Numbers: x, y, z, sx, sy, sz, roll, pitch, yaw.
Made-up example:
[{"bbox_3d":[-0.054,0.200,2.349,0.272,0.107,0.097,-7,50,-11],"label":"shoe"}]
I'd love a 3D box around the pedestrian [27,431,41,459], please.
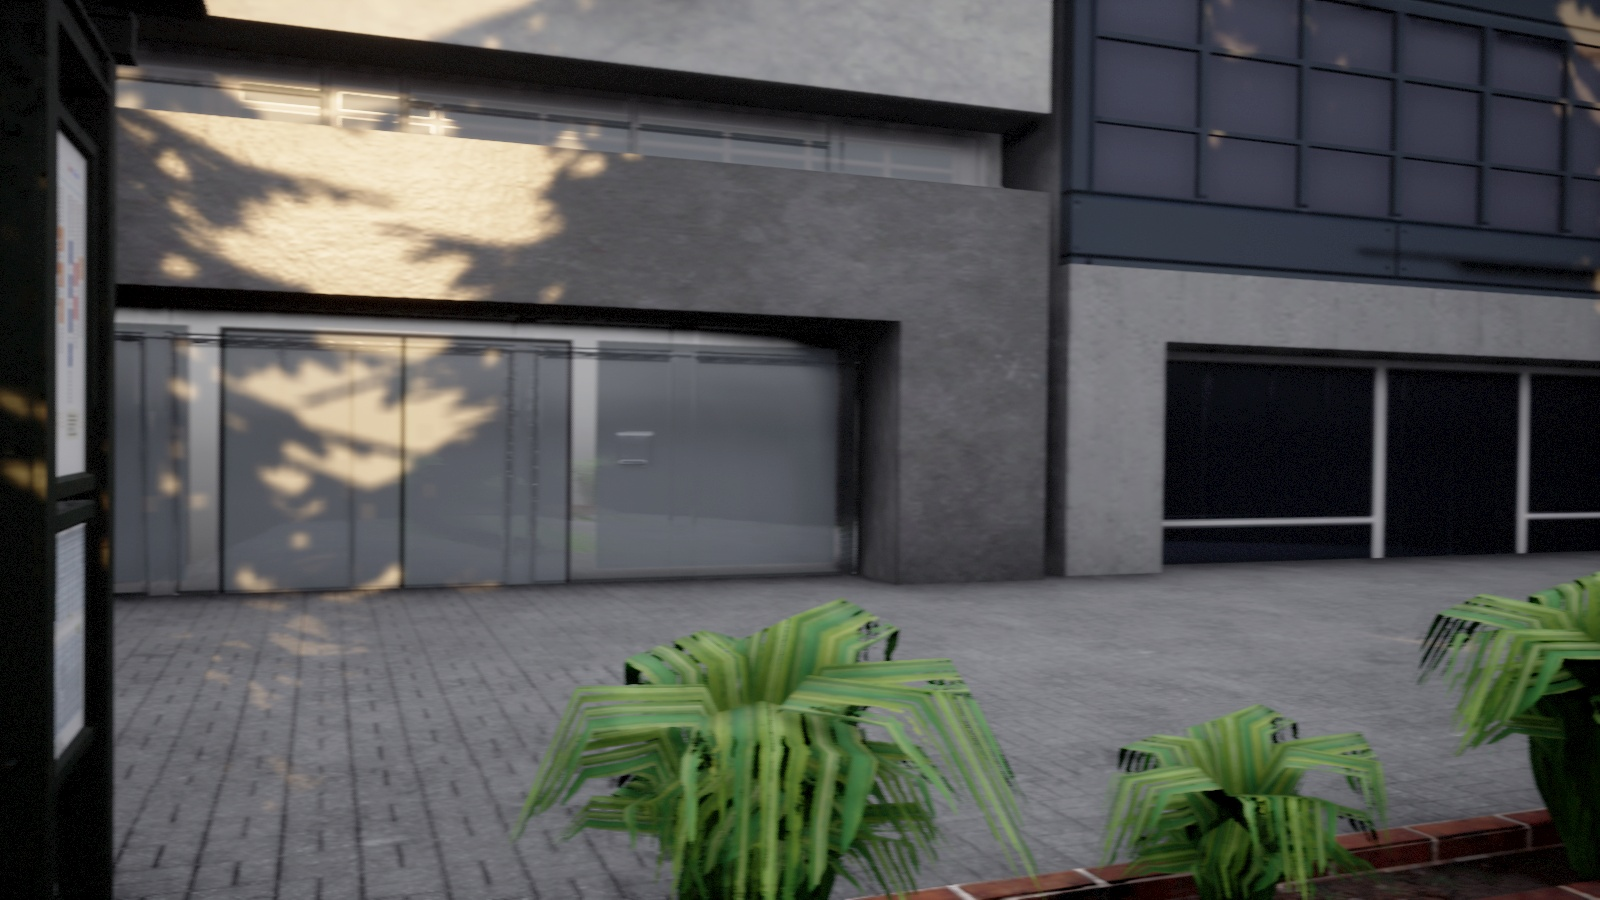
[{"bbox_3d":[-50.665,-0.335,83.061,0.726,1.835,0.370,-1,1,-23],"label":"pedestrian"}]
